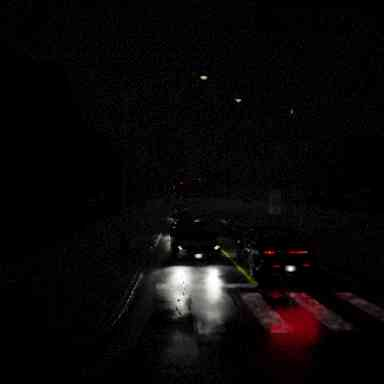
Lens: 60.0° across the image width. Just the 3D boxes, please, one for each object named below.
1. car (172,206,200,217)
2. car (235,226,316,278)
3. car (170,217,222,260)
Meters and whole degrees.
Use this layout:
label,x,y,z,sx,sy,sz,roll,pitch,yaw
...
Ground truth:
label,x,y,z,sx,sy,sz,roll,pitch,yaw
car,-0.489,2.224,26.253,2.097,1.767,4.553,0,-2,-3
car,2.701,1.931,11.474,1.837,1.490,4.892,-1,-2,0
car,0.009,2.046,14.854,2.033,1.411,5.357,0,-2,-5
